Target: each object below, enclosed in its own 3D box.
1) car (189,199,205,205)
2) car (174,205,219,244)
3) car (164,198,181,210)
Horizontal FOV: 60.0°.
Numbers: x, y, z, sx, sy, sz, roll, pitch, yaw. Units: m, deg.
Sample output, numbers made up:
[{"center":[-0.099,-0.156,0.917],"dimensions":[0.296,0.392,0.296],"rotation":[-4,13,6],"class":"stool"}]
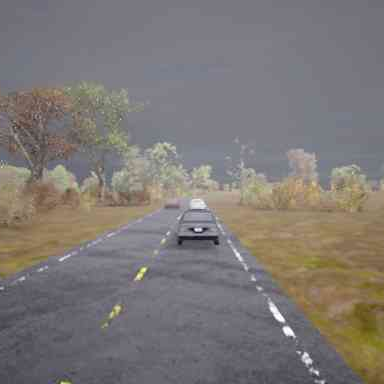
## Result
[{"center":[0.603,1.518,38.797],"dimensions":[1.812,1.442,4.674],"rotation":[0,0,1],"class":"car"},{"center":[0.284,1.544,15.737],"dimensions":[2.033,1.411,5.357],"rotation":[0,0,1],"class":"car"},{"center":[-2.515,1.478,43.558],"dimensions":[1.882,1.535,5.008],"rotation":[0,0,1],"class":"car"}]
